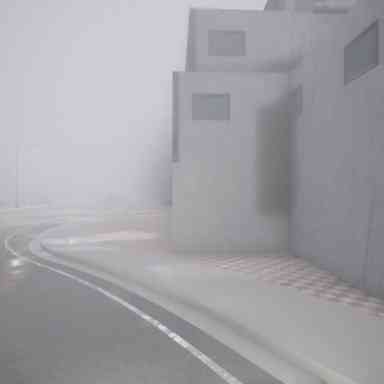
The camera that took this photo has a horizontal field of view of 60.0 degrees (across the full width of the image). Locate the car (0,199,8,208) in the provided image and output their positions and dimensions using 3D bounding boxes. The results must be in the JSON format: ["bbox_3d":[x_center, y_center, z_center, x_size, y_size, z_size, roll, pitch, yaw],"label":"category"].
[{"bbox_3d":[-26.122,1.594,43.487,1.895,1.301,4.718,0,0,-3],"label":"car"}]

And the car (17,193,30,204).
[{"bbox_3d":[-30.601,1.214,62.492,2.150,2.045,5.566,0,0,-3],"label":"car"}]

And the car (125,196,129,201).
[{"bbox_3d":[-16.653,1.542,81.742,1.994,1.385,4.181,0,0,-3],"label":"car"}]

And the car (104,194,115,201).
[{"bbox_3d":[-20.126,1.346,81.167,1.812,1.442,4.674,0,0,-3],"label":"car"}]

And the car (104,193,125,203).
[{"bbox_3d":[-15.771,1.215,67.756,2.150,2.045,5.566,0,0,-3],"label":"car"}]

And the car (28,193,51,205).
[{"bbox_3d":[-26.981,1.482,59.879,2.128,1.511,4.902,0,0,-3],"label":"car"}]

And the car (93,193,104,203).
[{"bbox_3d":[-19.570,1.208,71.209,2.150,2.045,5.566,0,0,-3],"label":"car"}]
